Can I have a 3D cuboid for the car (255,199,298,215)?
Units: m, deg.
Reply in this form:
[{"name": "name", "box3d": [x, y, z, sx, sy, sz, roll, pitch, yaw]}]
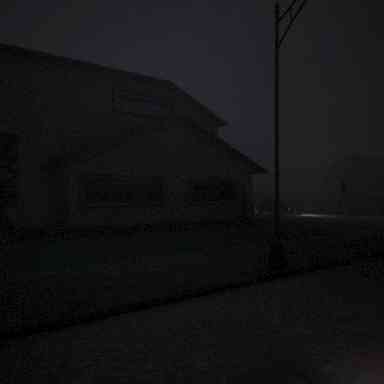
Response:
[{"name": "car", "box3d": [8.763, 1.505, 34.814, 1.837, 1.490, 4.892, 0, 0, -35]}]
